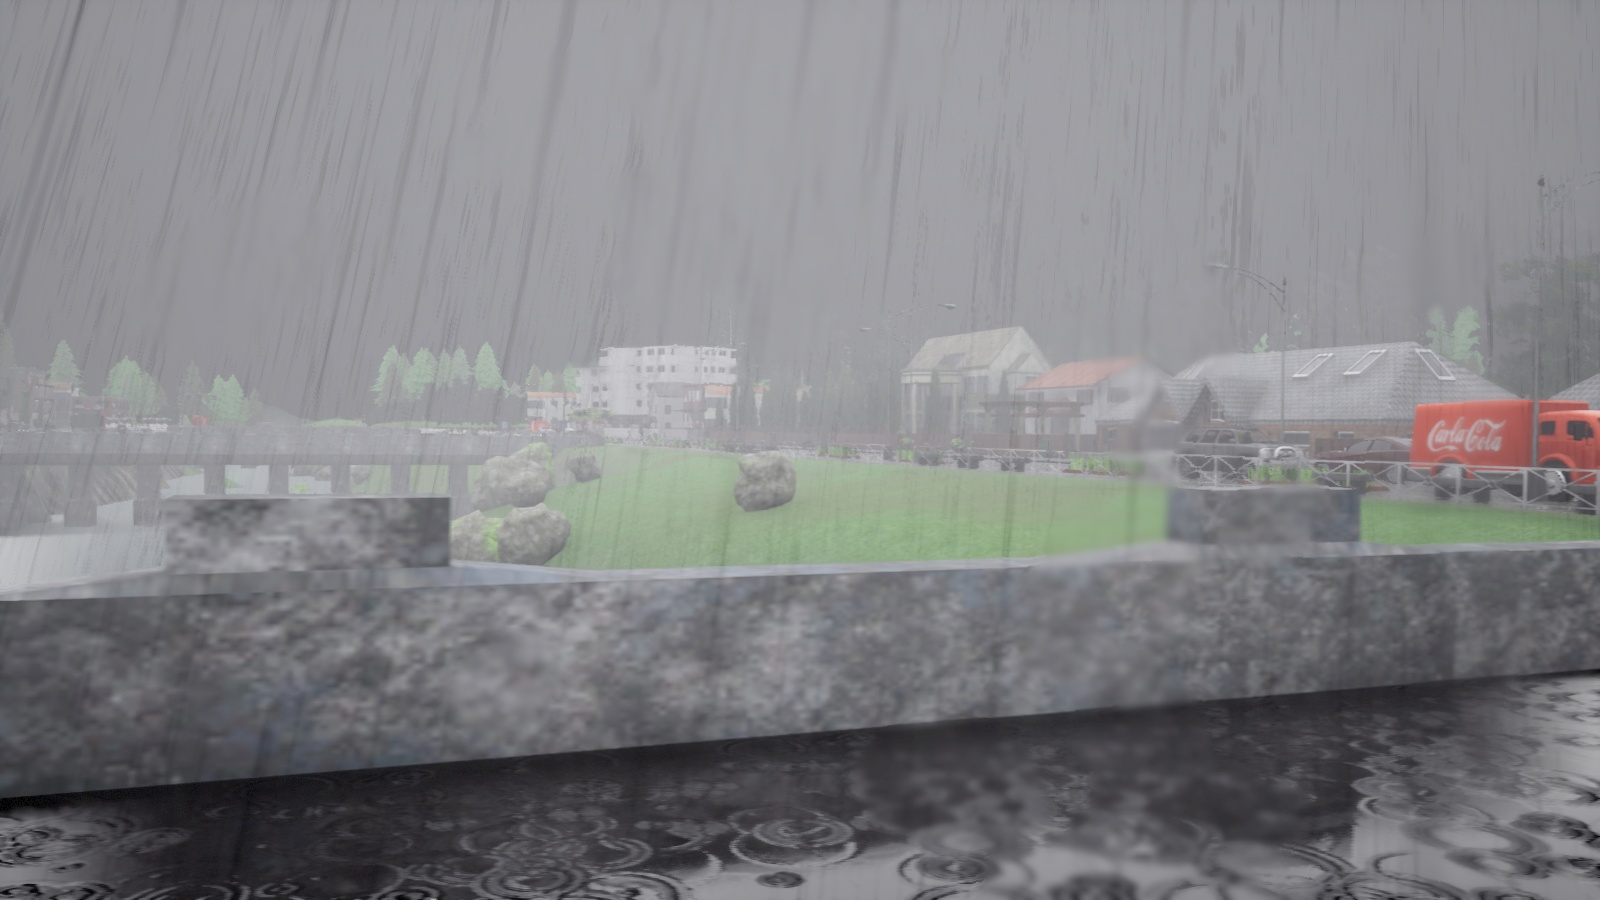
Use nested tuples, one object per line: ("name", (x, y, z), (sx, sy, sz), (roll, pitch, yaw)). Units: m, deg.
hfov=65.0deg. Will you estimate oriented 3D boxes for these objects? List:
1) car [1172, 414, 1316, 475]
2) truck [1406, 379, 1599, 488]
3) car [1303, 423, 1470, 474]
("car", (14.453, -0.212, 41.140), (1.932, 1.855, 4.605), (-1, 1, -21))
("truck", (18.193, -0.385, 31.270), (2.627, 2.467, 5.204), (-1, 0, -21))
("car", (18.889, -0.091, 40.731), (1.882, 1.535, 5.008), (-1, 1, -21))
